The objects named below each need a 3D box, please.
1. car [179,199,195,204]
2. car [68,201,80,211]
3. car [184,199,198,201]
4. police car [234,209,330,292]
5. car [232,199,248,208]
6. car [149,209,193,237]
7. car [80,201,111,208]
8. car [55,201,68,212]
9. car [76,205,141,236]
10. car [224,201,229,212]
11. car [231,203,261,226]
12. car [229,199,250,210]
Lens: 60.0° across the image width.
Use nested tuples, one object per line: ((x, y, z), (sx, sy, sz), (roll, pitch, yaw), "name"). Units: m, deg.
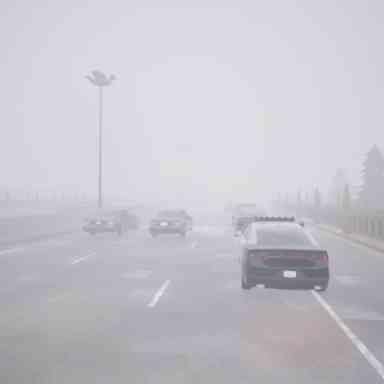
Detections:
((-1.123, 2.274, 79.798), (1.895, 1.301, 4.718), (0, -1, 26), "car")
((-12.820, 1.836, 40.944), (1.837, 1.490, 4.892), (0, -1, 8), "car")
((0.410, 2.237, 75.129), (1.895, 1.301, 4.718), (0, -1, 26), "car")
((2.288, 1.496, 9.357), (1.930, 1.638, 5.238), (0, 0, 6), "police car")
((8.403, 1.999, 57.805), (1.812, 1.442, 4.674), (0, 0, 20), "car")
((-1.073, 1.700, 19.243), (2.033, 1.411, 5.357), (0, -1, 6), "car")
((-9.909, 1.816, 36.049), (1.812, 1.442, 4.674), (0, -1, 7), "car")
((-15.983, 1.902, 44.079), (2.033, 1.411, 5.357), (0, -1, 8), "car")
((-4.546, 1.700, 19.682), (2.033, 1.411, 5.357), (0, -1, 6), "car")
((5.499, 1.931, 45.564), (2.033, 1.411, 5.357), (0, 0, 12), "car")
((3.398, 1.636, 19.185), (1.882, 1.535, 5.008), (0, 0, 6), "car")
((4.068, 1.561, 25.118), (2.097, 1.767, 4.553), (0, -1, 6), "car")
